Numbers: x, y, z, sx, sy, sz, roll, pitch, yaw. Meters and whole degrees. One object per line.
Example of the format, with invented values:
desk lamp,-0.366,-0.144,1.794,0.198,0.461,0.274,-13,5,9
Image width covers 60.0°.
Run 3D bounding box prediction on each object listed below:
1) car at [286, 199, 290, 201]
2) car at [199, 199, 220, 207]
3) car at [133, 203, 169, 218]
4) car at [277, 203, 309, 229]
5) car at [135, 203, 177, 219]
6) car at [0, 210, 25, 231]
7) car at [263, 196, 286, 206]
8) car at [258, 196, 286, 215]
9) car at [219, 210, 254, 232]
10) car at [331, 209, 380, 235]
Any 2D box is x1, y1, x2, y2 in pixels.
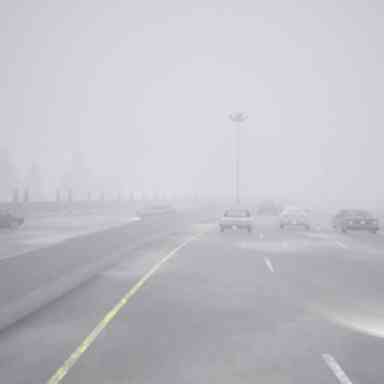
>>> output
car,17.585,2.072,64.324,1.837,1.490,4.892,-1,-1,41
car,3.065,2.002,56.593,2.128,1.511,4.902,0,-1,33
car,-4.138,1.847,34.408,1.994,1.385,4.181,0,-1,21
car,7.169,1.728,23.465,1.812,1.442,4.674,0,0,16
car,-2.741,1.727,27.612,1.837,1.490,4.892,0,-1,17
car,-12.038,1.724,19.249,1.895,1.301,4.718,0,-1,11
car,17.151,1.823,69.028,2.150,2.045,5.566,-1,-1,41
car,9.087,1.678,38.281,2.097,1.767,4.553,0,-1,25
car,2.995,1.779,21.402,1.895,1.301,4.718,0,0,14
car,9.908,1.731,20.472,2.033,1.411,5.357,0,0,15
